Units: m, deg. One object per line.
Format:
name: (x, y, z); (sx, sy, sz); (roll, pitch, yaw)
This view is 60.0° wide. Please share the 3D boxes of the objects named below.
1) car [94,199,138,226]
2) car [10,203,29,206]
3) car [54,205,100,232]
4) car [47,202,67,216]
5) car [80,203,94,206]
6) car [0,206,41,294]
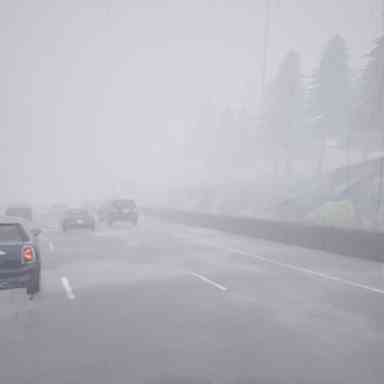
car: (-5.946, 1.531, 26.399); (2.150, 2.045, 5.566); (1, -1, -26)
car: (-14.601, 1.664, 28.200); (1.882, 1.535, 5.008); (1, -1, -26)
car: (-7.652, 1.774, 21.878); (1.994, 1.385, 4.181); (1, -1, -26)
car: (-14.504, 1.785, 36.024); (1.882, 1.535, 5.008); (1, -1, -26)
car: (-12.562, 1.964, 40.038); (1.994, 1.385, 4.181); (1, -1, -26)
car: (-5.122, 1.404, 8.642); (2.097, 1.767, 4.553); (1, -1, -26)
